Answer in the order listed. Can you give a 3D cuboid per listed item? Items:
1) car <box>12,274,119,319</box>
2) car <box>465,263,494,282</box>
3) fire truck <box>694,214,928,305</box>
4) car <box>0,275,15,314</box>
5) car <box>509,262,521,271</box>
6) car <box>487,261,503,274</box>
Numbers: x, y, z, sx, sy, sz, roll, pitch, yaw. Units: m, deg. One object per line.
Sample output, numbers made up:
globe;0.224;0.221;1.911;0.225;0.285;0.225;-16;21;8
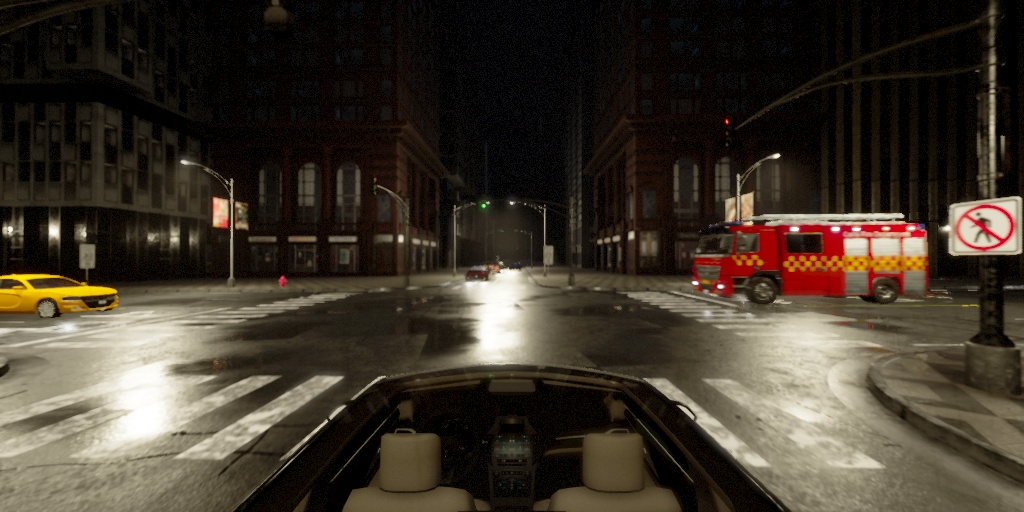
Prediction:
car;-17.766;1.440;13.364;5.008;1.535;1.882;0;0;0
car;-3.015;1.580;32.688;1.994;1.385;4.181;0;0;1
fire truck;13.051;0.132;16.233;8.468;3.827;2.891;0;0;1
car;-18.001;1.439;10.125;4.902;1.511;2.128;0;0;1
car;0.574;1.759;62.005;1.882;1.535;5.008;0;-1;1
car;-2.715;1.517;49.212;2.097;1.767;4.553;0;0;1
